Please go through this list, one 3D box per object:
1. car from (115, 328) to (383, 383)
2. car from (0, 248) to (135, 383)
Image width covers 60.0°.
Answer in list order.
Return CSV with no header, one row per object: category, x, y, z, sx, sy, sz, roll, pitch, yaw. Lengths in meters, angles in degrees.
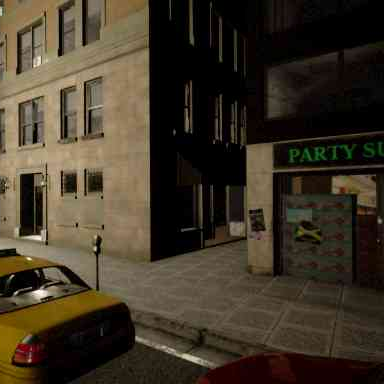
car,1.767,1.582,1.594,4.206,1.307,1.802,0,-1,36
car,-2.987,1.526,4.992,4.829,1.417,1.752,0,-1,36
